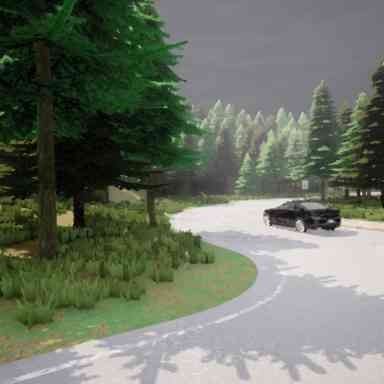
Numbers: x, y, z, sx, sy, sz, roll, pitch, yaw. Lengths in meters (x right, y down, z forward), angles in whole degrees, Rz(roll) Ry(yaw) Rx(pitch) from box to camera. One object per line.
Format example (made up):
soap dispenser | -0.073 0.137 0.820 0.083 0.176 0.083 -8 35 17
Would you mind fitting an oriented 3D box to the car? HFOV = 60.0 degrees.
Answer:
car | 5.669 1.193 17.749 1.882 1.535 5.008 -2 1 -18
